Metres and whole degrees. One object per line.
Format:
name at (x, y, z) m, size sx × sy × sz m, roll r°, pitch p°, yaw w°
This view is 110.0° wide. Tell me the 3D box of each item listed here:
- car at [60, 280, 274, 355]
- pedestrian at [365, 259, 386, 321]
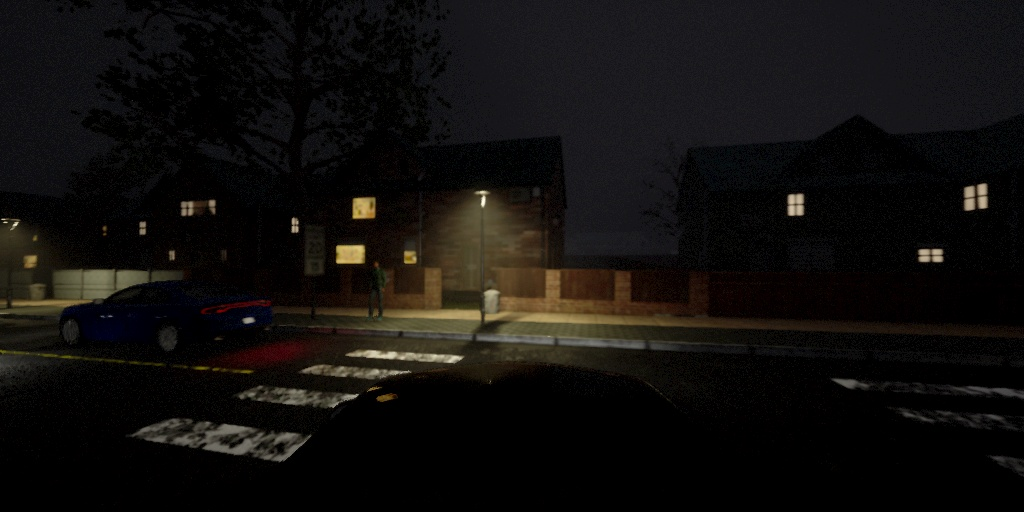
car at (-8.431, 1.353, 8.814) m, size 5.008 × 1.535 × 1.882 m, roll -1°, pitch -1°, yaw 14°
pedestrian at (-4.004, 1.012, 10.588) m, size 0.375 × 1.860 × 0.375 m, roll 0°, pitch 0°, yaw 14°
